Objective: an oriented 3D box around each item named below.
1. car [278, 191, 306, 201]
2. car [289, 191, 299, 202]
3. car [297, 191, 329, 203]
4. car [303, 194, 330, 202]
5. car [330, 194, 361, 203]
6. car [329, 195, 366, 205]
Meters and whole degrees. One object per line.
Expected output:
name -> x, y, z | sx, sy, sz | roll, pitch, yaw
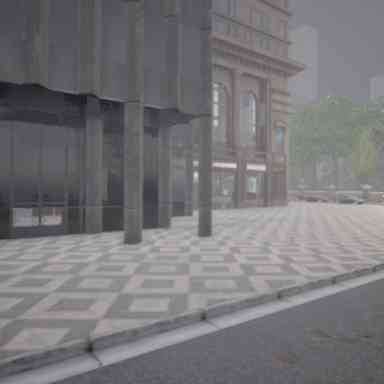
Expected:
car -> 19.840, 0.692, 65.999 | 2.192, 1.841, 5.009 | 1, 0, -35
car -> 16.075, 0.975, 56.556 | 2.008, 1.369, 4.403 | 1, 0, -35
car -> 19.269, 1.053, 52.048 | 1.887, 1.381, 4.507 | 1, 0, -35
car -> 23.025, 1.029, 61.492 | 1.947, 1.339, 4.313 | 1, 0, -35
car -> 26.218, 1.114, 56.985 | 1.947, 1.339, 4.313 | 1, 0, -35
car -> 22.461, 1.159, 47.540 | 1.947, 1.339, 4.313 | 1, 0, -35
